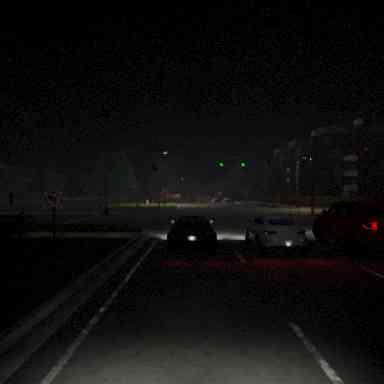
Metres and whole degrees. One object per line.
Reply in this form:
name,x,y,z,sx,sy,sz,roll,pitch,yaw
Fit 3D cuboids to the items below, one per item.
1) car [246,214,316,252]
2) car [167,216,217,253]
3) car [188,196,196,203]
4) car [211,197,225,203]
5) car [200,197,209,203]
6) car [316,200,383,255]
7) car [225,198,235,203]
car,3.505,1.660,14.375,1.812,1.442,4.674,0,0,0
car,0.005,1.698,14.290,1.994,1.385,4.181,0,0,0
car,-0.032,2.299,90.457,1.882,1.535,5.008,0,-1,0
car,6.968,2.347,90.460,2.128,1.511,4.902,0,-1,0
car,3.468,2.188,90.846,2.097,1.767,4.553,0,-1,0
car,7.001,1.348,14.025,2.150,2.045,5.566,0,0,0
car,10.468,2.429,90.908,1.895,1.301,4.718,0,-1,0
